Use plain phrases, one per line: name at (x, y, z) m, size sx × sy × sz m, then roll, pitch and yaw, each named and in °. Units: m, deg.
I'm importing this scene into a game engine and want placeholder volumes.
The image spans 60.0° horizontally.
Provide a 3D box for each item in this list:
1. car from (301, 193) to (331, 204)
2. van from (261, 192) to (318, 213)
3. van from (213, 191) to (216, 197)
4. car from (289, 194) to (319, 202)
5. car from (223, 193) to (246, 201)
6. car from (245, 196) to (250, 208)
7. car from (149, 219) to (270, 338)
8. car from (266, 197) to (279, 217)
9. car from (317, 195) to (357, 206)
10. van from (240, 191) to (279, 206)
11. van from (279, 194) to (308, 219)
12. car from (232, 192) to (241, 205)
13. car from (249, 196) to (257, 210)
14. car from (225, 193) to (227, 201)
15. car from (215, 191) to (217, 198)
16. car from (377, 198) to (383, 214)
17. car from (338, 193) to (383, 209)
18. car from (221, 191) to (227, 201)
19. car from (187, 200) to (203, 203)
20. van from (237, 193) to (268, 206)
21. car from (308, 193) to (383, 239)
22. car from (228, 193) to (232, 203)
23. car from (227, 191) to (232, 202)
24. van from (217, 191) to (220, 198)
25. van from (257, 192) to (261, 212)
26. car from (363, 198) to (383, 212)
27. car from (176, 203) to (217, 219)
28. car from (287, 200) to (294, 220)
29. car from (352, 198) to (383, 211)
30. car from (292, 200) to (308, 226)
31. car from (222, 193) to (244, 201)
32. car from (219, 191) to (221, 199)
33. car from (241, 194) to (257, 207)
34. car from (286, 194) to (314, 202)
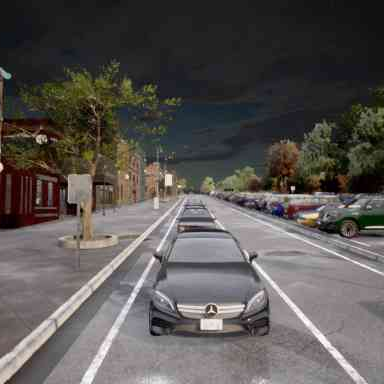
car at (22.130, 1.135, 59.606) m, size 4.553 × 1.767 × 2.185 m, roll 0°, pitch 1°, yaw 0°
van at (9.086, 1.230, 31.030) m, size 4.442 × 1.987 × 1.878 m, roll 0°, pitch 0°, yaw 0°
van at (8.709, 0.764, 89.900) m, size 4.442 × 1.987 × 1.878 m, roll 0°, pitch 1°, yaw 0°
car at (21.879, 1.209, 65.155) m, size 5.366 × 1.575 × 1.946 m, roll 0°, pitch 0°, yaw 0°
car at (8.920, 1.039, 70.280) m, size 4.553 × 1.767 × 2.185 m, roll 0°, pitch 1°, yaw 0°
car at (9.146, 1.465, 39.444) m, size 4.674 × 1.452 × 2.002 m, roll 0°, pitch 0°, yaw 0°
car at (0.258, 1.524, 6.812) m, size 1.812 × 1.442 × 4.674 m, roll 0°, pitch 0°, yaw 0°
car at (9.215, 1.460, 28.224) m, size 5.008 × 1.535 × 2.097 m, roll 0°, pitch 0°, yaw 0°
car at (22.339, 1.332, 51.280) m, size 5.366 × 1.575 × 1.946 m, roll 0°, pitch 1°, yaw 0°
van at (9.229, 1.163, 45.054) m, size 4.442 × 1.987 × 1.878 m, roll 0°, pitch 0°, yaw 0°
van at (9.355, 1.237, 25.421) m, size 4.442 × 1.987 × 1.878 m, roll 0°, pitch 0°, yaw 0°
car at (9.067, 1.113, 47.853) m, size 5.566 × 2.045 × 2.435 m, roll 0°, pitch 1°, yaw 0°
car at (9.196, 1.470, 36.636) m, size 4.792 × 1.488 × 2.163 m, roll 0°, pitch 0°, yaw 0°
car at (9.002, 1.279, 61.872) m, size 4.674 × 1.452 × 2.002 m, roll 0°, pitch 1°, yaw 0°
car at (8.874, 1.065, 81.493) m, size 5.008 × 1.535 × 2.097 m, roll 0°, pitch 1°, yaw 0°
car at (22.444, 1.444, 34.622) m, size 5.366 × 1.575 × 1.946 m, roll 0°, pitch 0°, yaw 0°
car at (22.178, 1.153, 42.949) m, size 5.566 × 2.045 × 2.435 m, roll 0°, pitch 0°, yaw 0°
car at (8.959, 0.963, 64.673) m, size 5.566 × 2.045 × 2.435 m, roll 0°, pitch 1°, yaw 0°
car at (0.241, 1.442, 29.838) m, size 2.128 × 1.511 × 4.902 m, roll 0°, pitch 0°, yaw 0°
van at (9.193, 1.113, 50.658) m, size 4.442 × 1.987 × 1.878 m, roll 0°, pitch 1°, yaw 0°
car at (9.264, 1.221, 17.011) m, size 5.566 × 2.045 × 2.435 m, roll 0°, pitch 0°, yaw 0°
car at (9.034, 1.290, 56.266) m, size 4.892 × 1.521 × 2.231 m, roll 0°, pitch 1°, yaw 0°
car at (9.054, 1.139, 59.068) m, size 4.553 × 1.767 × 2.185 m, roll 0°, pitch 1°, yaw 0°
van at (8.781, 0.864, 78.688) m, size 4.442 × 1.987 × 1.878 m, roll 0°, pitch 1°, yaw 0°
van at (9.301, 1.222, 33.833) m, size 4.442 × 1.987 × 1.878 m, roll 0°, pitch 0°, yaw 0°
car at (22.212, 1.468, 37.393) m, size 4.792 × 1.488 × 2.163 m, roll 0°, pitch 0°, yaw 0°
car at (0.205, 1.532, 17.391) m, size 2.033 × 1.411 × 5.357 m, roll 0°, pitch 0°, yaw 0°
car at (9.259, 1.506, 22.618) m, size 4.674 × 1.452 × 2.002 m, roll 0°, pitch 0°, yaw 0°
car at (22.252, 1.452, 40.176) m, size 4.792 × 1.488 × 2.163 m, roll 0°, pitch 0°, yaw 0°
car at (9.089, 1.466, 19.814) m, size 5.366 × 1.575 × 1.946 m, roll 0°, pitch 0°, yaw 0°
car at (8.902, 1.014, 73.083) m, size 4.553 × 1.767 × 2.185 m, roll 0°, pitch 1°, yaw 0°
car at (8.941, 0.938, 67.476) m, size 5.566 × 2.045 × 2.435 m, roll 0°, pitch 1°, yaw 0°
car at (9.137, 1.409, 42.247) m, size 4.892 × 1.521 × 2.231 m, roll 0°, pitch 0°, yaw 0°
car at (22.052, 1.188, 67.933) m, size 4.892 × 1.521 × 2.231 m, roll 0°, pitch 1°, yaw 0°
